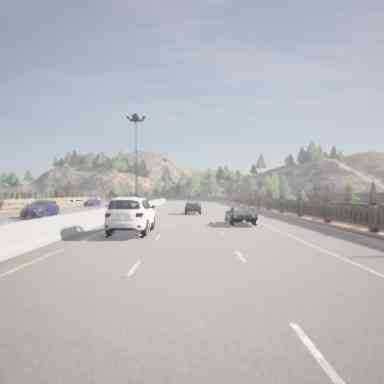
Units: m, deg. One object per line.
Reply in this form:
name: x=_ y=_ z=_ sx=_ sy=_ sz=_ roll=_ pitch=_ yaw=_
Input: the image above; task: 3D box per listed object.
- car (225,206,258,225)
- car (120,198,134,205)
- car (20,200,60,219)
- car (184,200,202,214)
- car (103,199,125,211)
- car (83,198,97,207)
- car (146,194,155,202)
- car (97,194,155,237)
car: x=3.595 y=1.742 z=25.047 sx=1.895 sy=1.301 sz=4.718 roll=0 pitch=0 yaw=0
car: x=-14.014 y=1.992 z=72.037 sx=2.128 sy=1.511 sz=4.902 roll=0 pitch=-1 yaw=0
car: x=-14.099 y=1.526 z=31.075 sx=2.097 sy=1.767 sz=4.553 roll=0 pitch=0 yaw=0
car: x=0.092 y=1.712 z=38.507 sx=2.128 sy=1.511 sz=4.902 roll=0 pitch=0 yaw=0
car: x=-10.584 y=1.772 z=45.372 sx=1.837 sy=1.490 sz=4.892 roll=0 pitch=-1 yaw=0
car: x=-17.543 y=1.839 z=58.551 sx=1.882 sy=1.535 sz=5.008 roll=0 pitch=0 yaw=1
car: x=-10.763 y=1.575 z=86.288 sx=2.150 sy=2.045 sz=5.566 roll=0 pitch=-1 yaw=-4
car: x=-3.404 y=1.328 z=18.968 sx=2.150 sy=2.045 sz=5.566 roll=0 pitch=0 yaw=0
